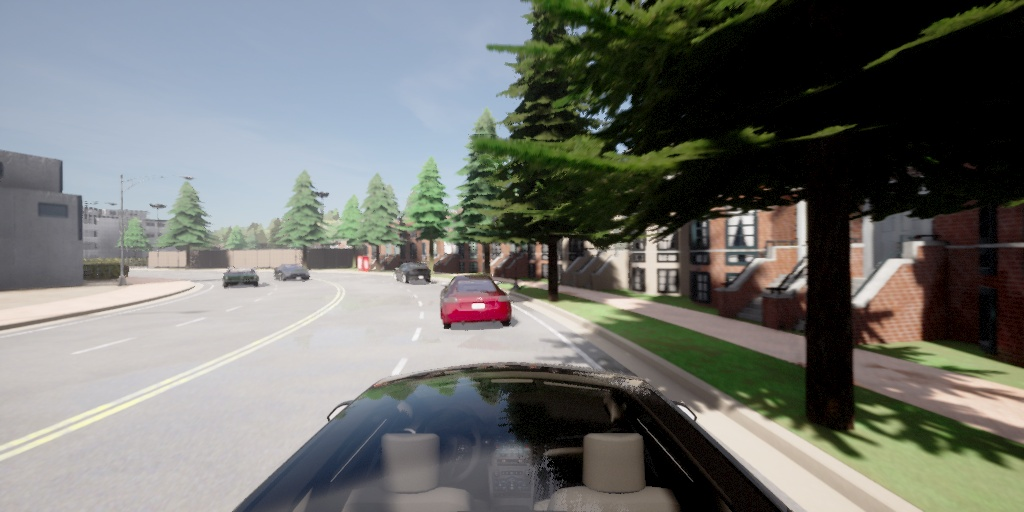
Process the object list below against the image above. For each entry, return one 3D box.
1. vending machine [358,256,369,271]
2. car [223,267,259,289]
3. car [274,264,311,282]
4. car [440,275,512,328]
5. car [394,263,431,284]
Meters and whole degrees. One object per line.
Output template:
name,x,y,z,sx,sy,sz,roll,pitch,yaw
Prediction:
vending machine,-18.575,0.990,44.928,0.880,2.100,1.100,0,0,36
car,-18.295,1.449,24.268,1.895,1.301,4.718,-1,0,-37
car,-18.580,1.382,30.164,2.033,1.411,5.357,-1,0,-43
car,-1.284,1.299,11.490,1.994,1.385,4.181,0,0,-11
car,-7.623,1.252,27.234,1.837,1.490,4.892,0,0,-31
